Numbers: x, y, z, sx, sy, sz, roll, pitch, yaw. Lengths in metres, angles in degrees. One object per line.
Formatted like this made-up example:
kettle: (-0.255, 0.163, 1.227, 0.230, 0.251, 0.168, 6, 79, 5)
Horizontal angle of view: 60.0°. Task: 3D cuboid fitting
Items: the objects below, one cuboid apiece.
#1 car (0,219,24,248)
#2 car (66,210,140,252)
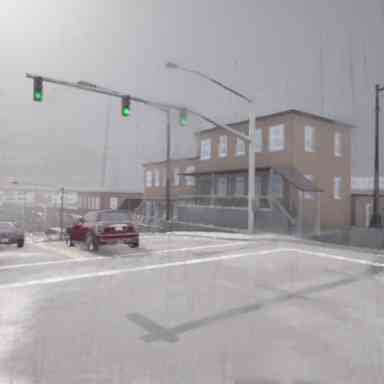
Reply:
car: (-9.989, 2.145, 17.149, 1.812, 1.442, 4.674, 1, -5, -37)
car: (-4.210, 1.651, 15.273, 2.097, 1.767, 4.553, 1, -4, -36)
